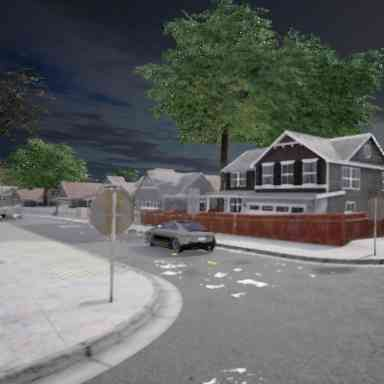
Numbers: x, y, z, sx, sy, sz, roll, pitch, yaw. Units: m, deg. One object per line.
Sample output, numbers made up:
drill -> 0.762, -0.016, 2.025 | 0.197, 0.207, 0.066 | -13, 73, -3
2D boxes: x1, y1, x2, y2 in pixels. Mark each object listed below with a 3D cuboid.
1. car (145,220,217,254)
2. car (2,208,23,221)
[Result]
car -> -0.639, 2.049, 16.019 | 1.994, 1.385, 4.181 | 2, -3, -32
car -> -23.470, 2.884, 43.367 | 2.128, 1.511, 4.902 | 2, -3, -38
